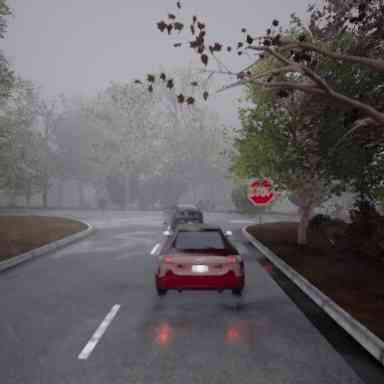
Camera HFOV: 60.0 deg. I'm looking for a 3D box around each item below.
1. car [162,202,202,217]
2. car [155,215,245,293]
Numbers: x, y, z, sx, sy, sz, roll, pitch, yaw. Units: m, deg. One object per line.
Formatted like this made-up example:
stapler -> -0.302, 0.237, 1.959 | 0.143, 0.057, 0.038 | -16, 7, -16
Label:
car -> -0.639, 1.385, 20.452 | 1.837, 1.490, 4.892 | 0, 1, -12
car -> 0.159, 1.525, 8.800 | 1.994, 1.385, 4.181 | 0, 0, 0
